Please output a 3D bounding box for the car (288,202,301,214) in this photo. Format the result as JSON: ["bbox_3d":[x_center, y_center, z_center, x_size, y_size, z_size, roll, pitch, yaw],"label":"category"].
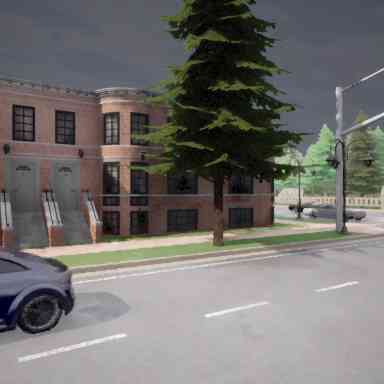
[{"bbox_3d":[11.922,1.600,32.863,1.895,1.301,4.718,0,0,-30],"label":"car"}]

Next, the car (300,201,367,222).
[{"bbox_3d":[11.425,1.601,26.734,1.895,1.301,4.718,0,0,-30],"label":"car"}]

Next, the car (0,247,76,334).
[{"bbox_3d":[-4.065,1.564,5.224,4.181,1.385,1.994,0,0,-35],"label":"car"}]
